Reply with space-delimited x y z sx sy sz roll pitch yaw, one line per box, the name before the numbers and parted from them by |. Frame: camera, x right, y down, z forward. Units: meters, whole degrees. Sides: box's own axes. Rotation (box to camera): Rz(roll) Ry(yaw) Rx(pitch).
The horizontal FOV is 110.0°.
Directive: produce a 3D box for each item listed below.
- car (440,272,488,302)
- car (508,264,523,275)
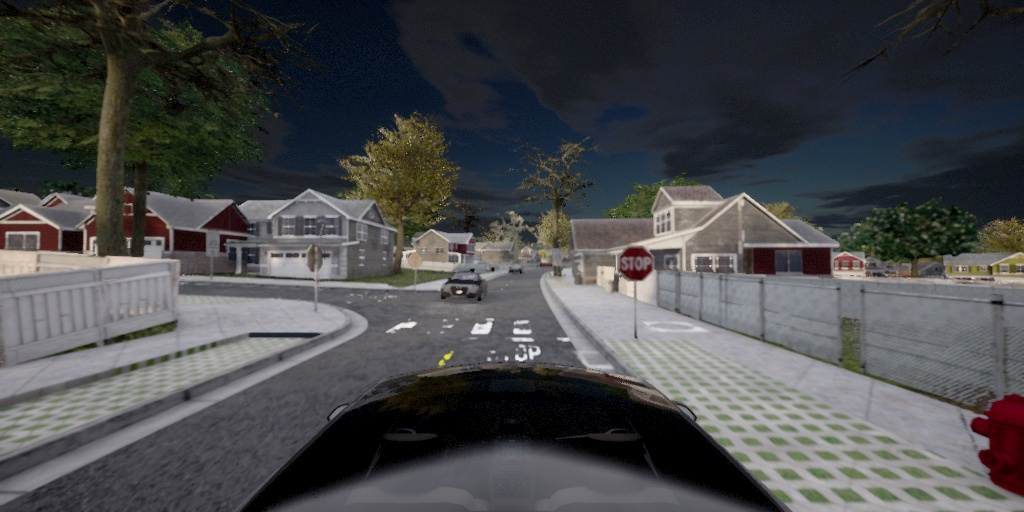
car | -2.350 1.520 18.509 1.994 1.385 4.181 2 -2 2
car | 0.623 1.974 54.585 1.882 1.535 5.008 0 -1 7
